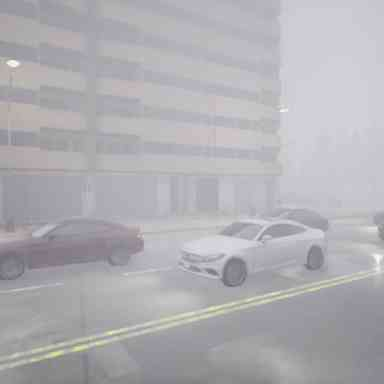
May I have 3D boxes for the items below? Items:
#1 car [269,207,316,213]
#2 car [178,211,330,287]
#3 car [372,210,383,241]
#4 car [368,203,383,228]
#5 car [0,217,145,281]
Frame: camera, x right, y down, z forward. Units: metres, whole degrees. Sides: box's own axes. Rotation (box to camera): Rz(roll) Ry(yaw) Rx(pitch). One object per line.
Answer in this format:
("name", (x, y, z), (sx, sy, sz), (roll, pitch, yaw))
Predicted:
("car", (4.209, 1.418, 14.882), (4.674, 1.442, 1.812), (0, 0, -32))
("car", (1.840, 1.464, 9.235), (4.674, 1.442, 1.812), (0, 0, -32))
("car", (10.045, 1.366, 14.417), (4.892, 1.490, 1.837), (0, 0, -32))
("car", (12.970, 1.374, 20.371), (4.181, 1.385, 1.994), (-1, 0, -32))
("car", (-3.709, 1.492, 9.896), (4.674, 1.442, 1.812), (0, 0, -32))
